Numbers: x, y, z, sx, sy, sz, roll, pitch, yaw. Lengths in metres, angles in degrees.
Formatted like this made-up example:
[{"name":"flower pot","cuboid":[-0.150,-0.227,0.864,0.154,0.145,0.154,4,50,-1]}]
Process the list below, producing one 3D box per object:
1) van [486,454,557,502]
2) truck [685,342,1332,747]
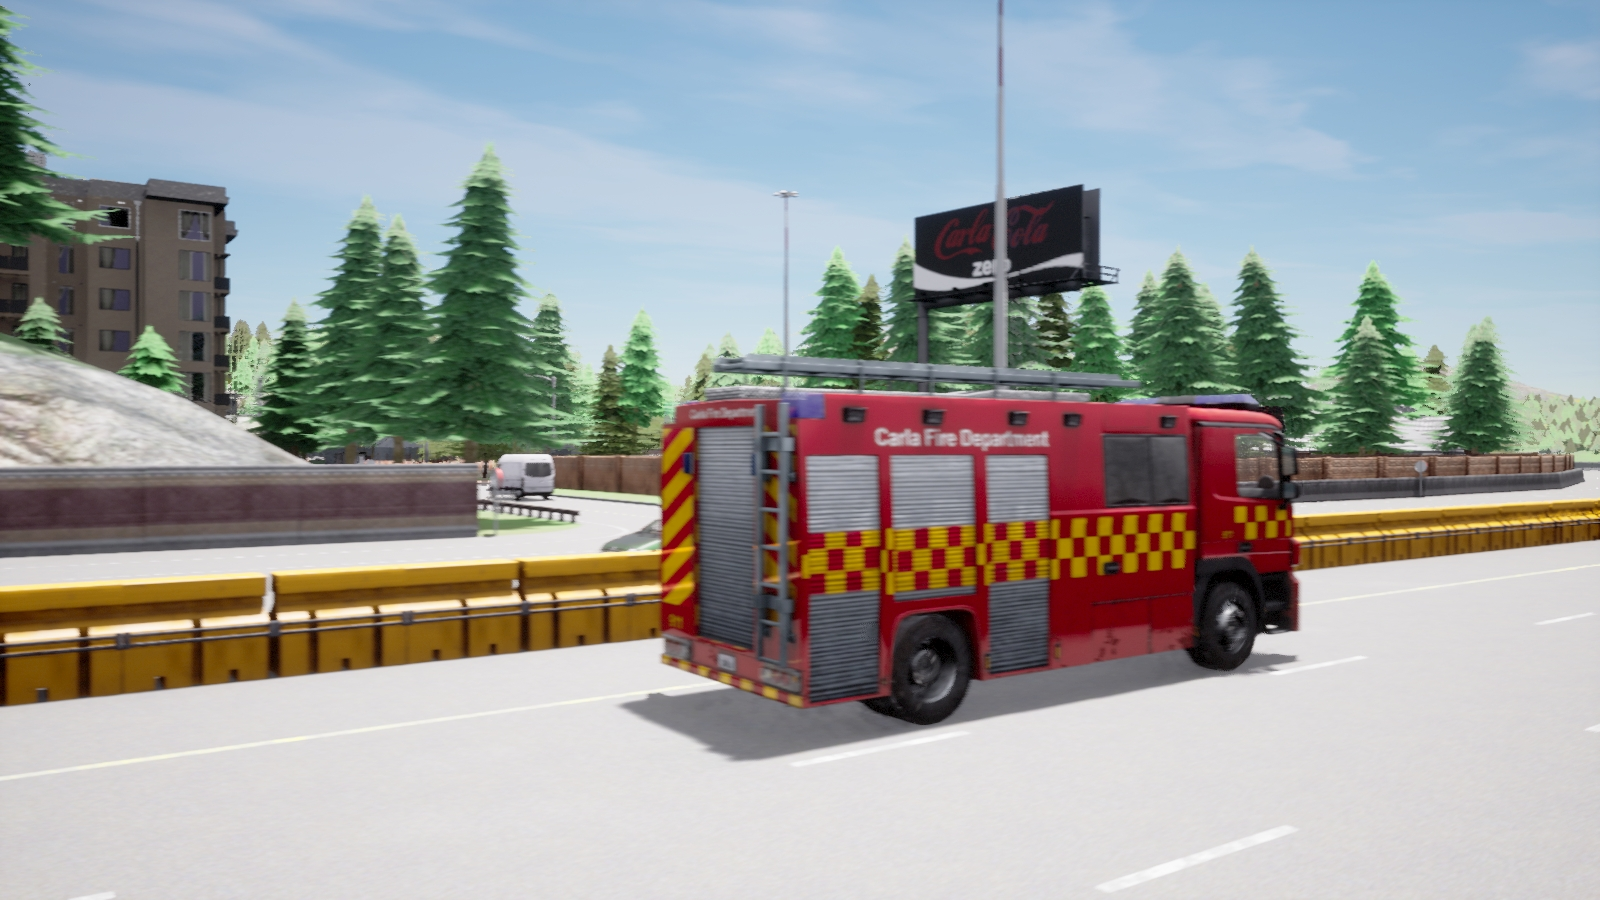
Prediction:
[{"name":"van","cuboid":[-15.977,1.527,65.273,1.988,2.561,5.915,0,0,-34]},{"name":"truck","cuboid":[2.980,0.897,14.410,8.468,3.827,2.891,0,0,-35]}]
